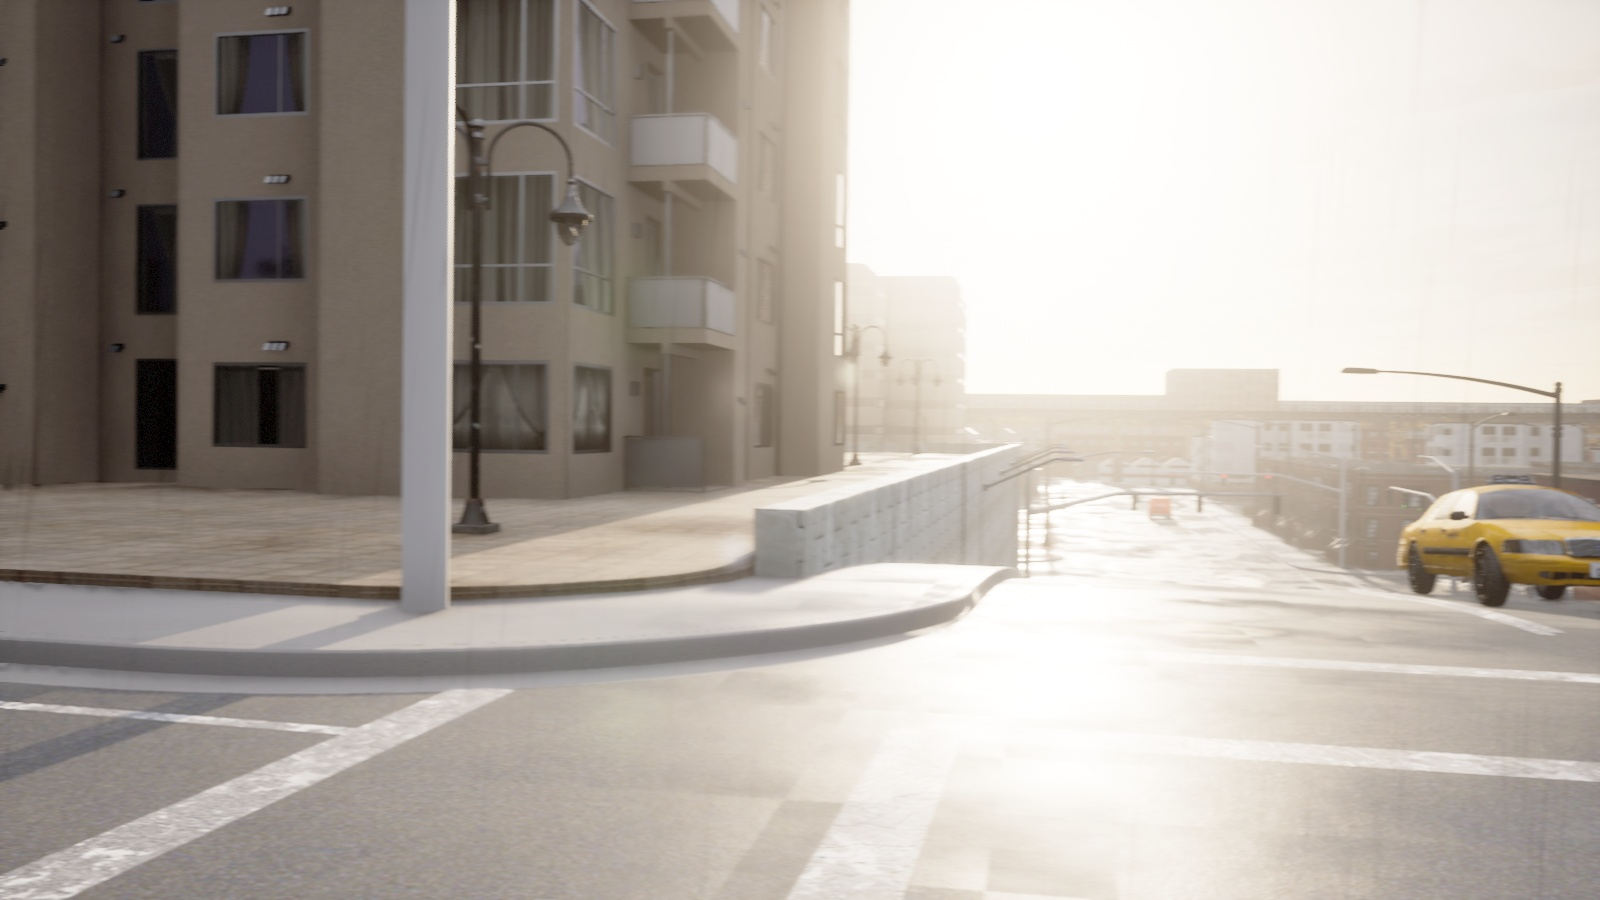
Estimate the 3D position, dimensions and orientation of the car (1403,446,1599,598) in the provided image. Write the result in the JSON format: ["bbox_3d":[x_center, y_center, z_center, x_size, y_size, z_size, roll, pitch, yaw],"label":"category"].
[{"bbox_3d":[9.106,0.914,15.532,1.801,1.575,5.366,0,-4,13],"label":"car"}]
